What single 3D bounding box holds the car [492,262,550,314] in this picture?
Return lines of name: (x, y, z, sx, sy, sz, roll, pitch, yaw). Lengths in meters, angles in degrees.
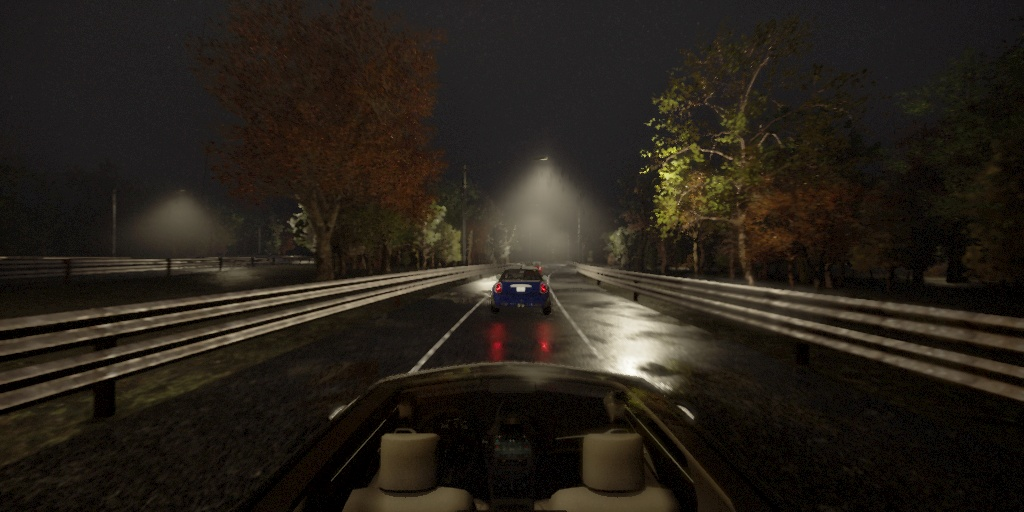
car: (0.395, 1.206, 14.614, 2.097, 1.767, 4.553, 0, -1, 2)
